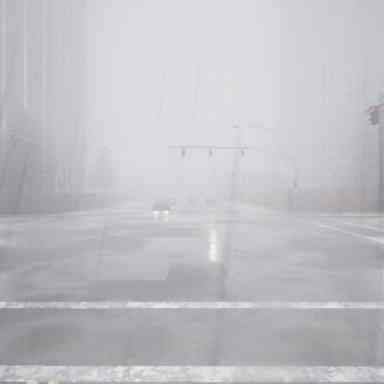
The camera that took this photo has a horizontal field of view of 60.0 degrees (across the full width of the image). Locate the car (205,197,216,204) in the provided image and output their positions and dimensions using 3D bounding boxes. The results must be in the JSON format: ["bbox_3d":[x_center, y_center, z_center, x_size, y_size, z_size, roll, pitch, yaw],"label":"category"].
[{"bbox_3d":[3.530,1.601,65.014,1.895,1.301,4.718,0,0,0],"label":"car"}]

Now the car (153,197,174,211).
[{"bbox_3d":[-3.580,1.564,40.787,1.994,1.385,4.181,0,0,0],"label":"car"}]

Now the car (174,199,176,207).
[{"bbox_3d":[-3.566,1.547,52.784,2.033,1.411,5.357,0,0,0],"label":"car"}]

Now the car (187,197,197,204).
[{"bbox_3d":[0.030,1.564,64.985,1.994,1.385,4.181,0,0,0],"label":"car"}]
